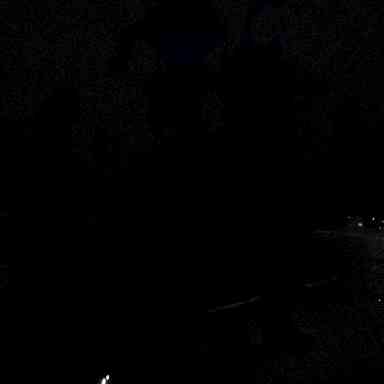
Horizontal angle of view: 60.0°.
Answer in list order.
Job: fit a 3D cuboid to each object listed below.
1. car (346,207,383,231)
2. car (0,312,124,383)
[{"bbox_3d":[11.773,1.621,20.961,4.718,1.301,1.895,0,0,-35],"label":"car"},{"bbox_3d":[-2.774,1.490,1.894,4.902,1.511,2.128,0,0,-37],"label":"car"}]
